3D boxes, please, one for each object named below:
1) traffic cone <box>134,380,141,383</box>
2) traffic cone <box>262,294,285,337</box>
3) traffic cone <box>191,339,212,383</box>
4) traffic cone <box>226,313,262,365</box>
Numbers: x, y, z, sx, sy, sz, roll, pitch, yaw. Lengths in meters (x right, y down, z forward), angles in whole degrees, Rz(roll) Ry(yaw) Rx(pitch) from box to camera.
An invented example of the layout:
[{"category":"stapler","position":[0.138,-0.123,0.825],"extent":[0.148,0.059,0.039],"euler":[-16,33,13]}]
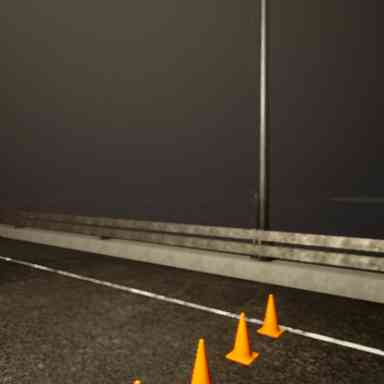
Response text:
[{"category":"traffic cone","position":[-0.477,1.943,2.898],"extent":[0.340,0.580,0.340],"euler":[0,0,36]},{"category":"traffic cone","position":[1.267,1.944,5.339],"extent":[0.340,0.580,0.340],"euler":[0,0,36]},{"category":"traffic cone","position":[0.104,1.943,3.712],"extent":[0.340,0.580,0.340],"euler":[0,0,36]},{"category":"traffic cone","position":[0.686,1.943,4.526],"extent":[0.340,0.580,0.340],"euler":[0,0,36]}]
